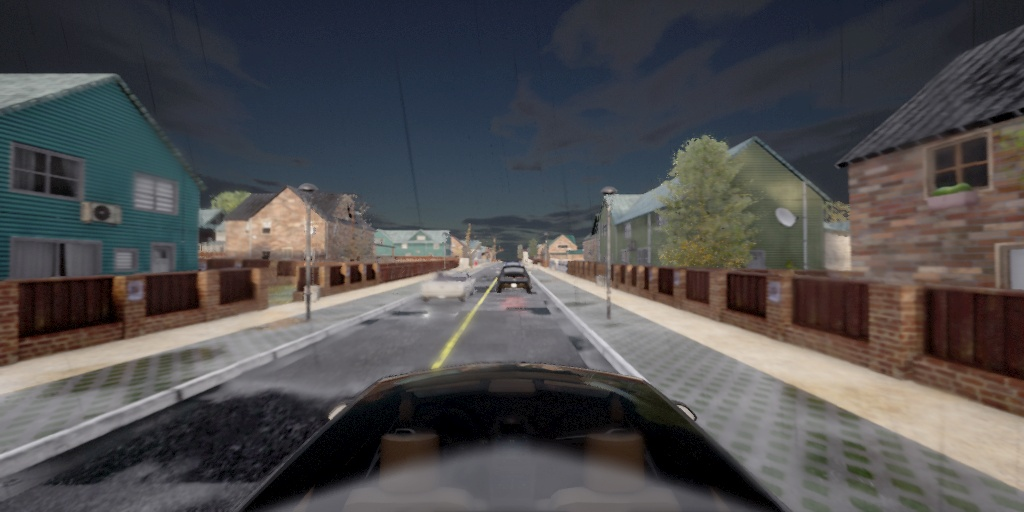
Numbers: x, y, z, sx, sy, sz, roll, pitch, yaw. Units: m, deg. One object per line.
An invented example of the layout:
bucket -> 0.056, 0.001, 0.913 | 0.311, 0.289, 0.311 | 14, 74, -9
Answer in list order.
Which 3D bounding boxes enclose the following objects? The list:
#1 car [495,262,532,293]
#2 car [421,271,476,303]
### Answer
car -> 0.103, 1.289, 21.171 | 1.837, 1.490, 4.892 | 0, 0, 0
car -> -2.847, 1.375, 16.837 | 1.895, 1.301, 4.718 | 0, 0, 0
